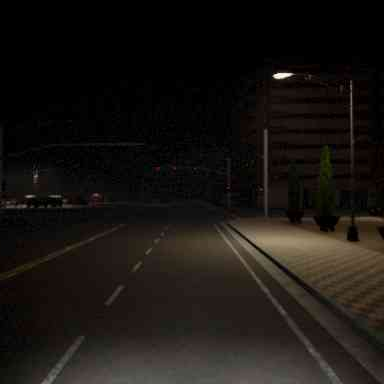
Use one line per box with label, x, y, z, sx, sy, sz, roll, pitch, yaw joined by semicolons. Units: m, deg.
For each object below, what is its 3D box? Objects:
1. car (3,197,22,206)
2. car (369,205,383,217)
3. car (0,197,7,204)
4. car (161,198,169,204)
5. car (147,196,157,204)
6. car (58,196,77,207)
car;-36.011;2.122;65.630;1.970;1.475;3.806;0;-1;0
car;20.450;1.833;33.975;4.181;1.385;1.994;0;-1;-1
car;-47.082;2.046;80.687;1.932;1.855;4.605;0;-1;0
car;-6.972;2.439;87.173;1.882;1.535;5.008;0;-1;0
car;-10.472;2.186;87.147;2.150;2.045;5.566;0;-1;0
car;-30.184;2.288;80.709;1.970;1.475;3.806;0;-1;0
